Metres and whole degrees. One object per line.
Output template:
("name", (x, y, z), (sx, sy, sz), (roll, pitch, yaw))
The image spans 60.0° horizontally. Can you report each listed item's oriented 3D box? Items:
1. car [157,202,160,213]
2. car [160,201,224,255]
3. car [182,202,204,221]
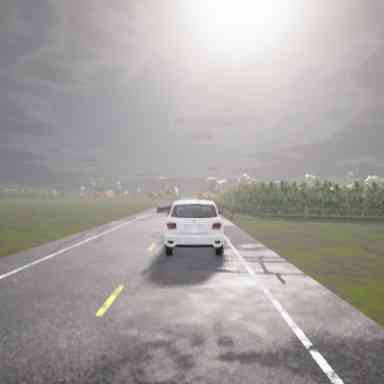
("car", (-3.594, 1.932, 44.295), (1.882, 1.535, 5.008), (0, -1, 0))
("car", (0.084, 1.367, 14.041), (2.150, 2.045, 5.566), (0, -1, 0))
("car", (0.089, 1.806, 31.780), (1.882, 1.535, 5.008), (0, -1, 0))
